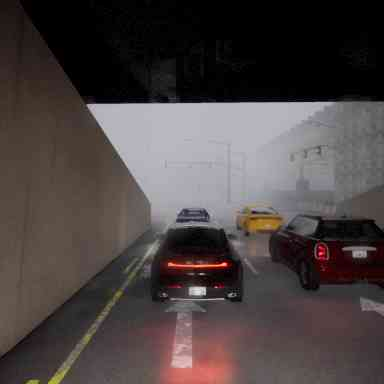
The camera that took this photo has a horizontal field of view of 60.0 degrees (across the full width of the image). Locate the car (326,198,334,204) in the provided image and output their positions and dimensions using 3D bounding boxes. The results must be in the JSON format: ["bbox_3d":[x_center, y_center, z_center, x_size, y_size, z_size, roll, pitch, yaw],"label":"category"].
[{"bbox_3d":[17.616,1.453,40.596,4.974,1.542,2.038,0,0,-45],"label":"car"}]

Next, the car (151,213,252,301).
[{"bbox_3d":[0.106,1.505,8.304,1.837,1.490,4.892,0,0,0],"label":"car"}]

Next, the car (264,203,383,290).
[{"bbox_3d":[3.599,1.352,9.237,2.097,1.767,4.553,0,0,0],"label":"car"}]

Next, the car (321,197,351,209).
[{"bbox_3d":[17.653,1.295,40.633,4.536,1.218,1.853,0,0,-45],"label":"car"}]

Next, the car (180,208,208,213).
[{"bbox_3d":[0.102,1.547,18.050,2.033,1.411,5.357,0,0,3],"label":"car"}]

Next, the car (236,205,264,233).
[{"bbox_3d":[3.633,1.478,18.429,1.882,1.535,5.008,0,0,0],"label":"car"}]
